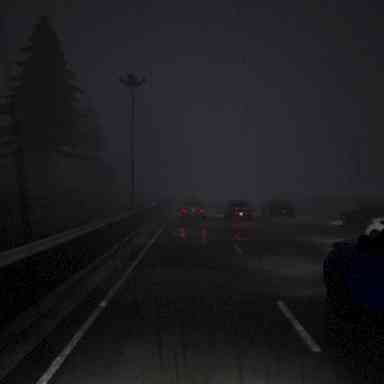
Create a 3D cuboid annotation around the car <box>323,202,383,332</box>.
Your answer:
[{"bbox_3d":[3.599,1.198,4.042,2.150,2.045,5.566,0,0,0],"label":"car"}]

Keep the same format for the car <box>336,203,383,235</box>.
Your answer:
[{"bbox_3d":[10.598,1.437,19.414,2.033,1.411,5.357,0,0,0],"label":"car"}]

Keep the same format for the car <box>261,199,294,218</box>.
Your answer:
[{"bbox_3d":[7.098,1.318,28.051,1.882,1.535,5.008,0,0,0],"label":"car"}]

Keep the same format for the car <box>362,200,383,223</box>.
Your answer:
[{"bbox_3d":[14.097,1.392,23.466,1.812,1.442,4.674,0,0,0],"label":"car"}]

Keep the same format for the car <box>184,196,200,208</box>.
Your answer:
[{"bbox_3d":[0.062,1.315,44.067,1.994,1.385,4.181,0,0,1],"label":"car"}]

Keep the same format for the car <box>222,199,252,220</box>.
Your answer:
[{"bbox_3d":[3.597,1.353,26.795,1.837,1.490,4.892,0,0,0],"label":"car"}]

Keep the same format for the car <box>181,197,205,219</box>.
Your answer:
[{"bbox_3d":[0.093,1.304,26.755,1.801,1.575,5.366,0,0,0],"label":"car"}]
